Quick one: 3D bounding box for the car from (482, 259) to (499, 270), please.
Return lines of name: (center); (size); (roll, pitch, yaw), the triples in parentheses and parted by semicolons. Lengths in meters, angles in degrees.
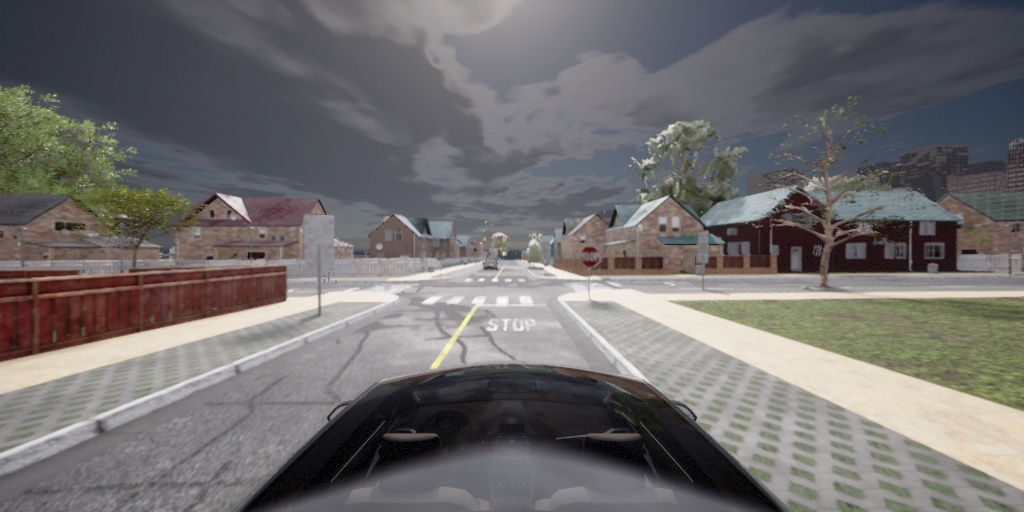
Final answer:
car: (-2.759, 1.127, 46.831); (1.837, 1.490, 4.892); (0, 2, 0)
